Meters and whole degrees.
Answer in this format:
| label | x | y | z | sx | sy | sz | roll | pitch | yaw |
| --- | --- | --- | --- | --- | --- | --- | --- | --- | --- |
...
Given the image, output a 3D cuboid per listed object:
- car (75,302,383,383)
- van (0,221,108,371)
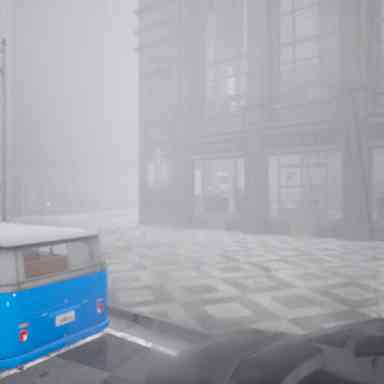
| label | x | y | z | sx | sy | sz | roll | pitch | yaw |
| --- | --- | --- | --- | --- | --- | --- | --- | --- | --- |
| car | 1.472 | 1.562 | 2.026 | 4.313 | 1.339 | 1.947 | -1 | 0 | 36 |
| van | -3.120 | 1.390 | 5.319 | 3.998 | 1.788 | 1.690 | -1 | 0 | 36 |
